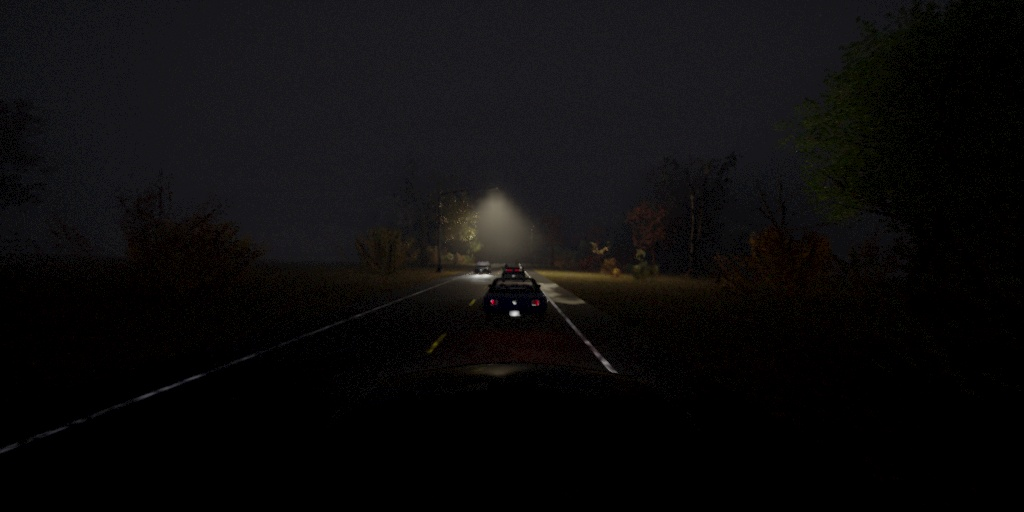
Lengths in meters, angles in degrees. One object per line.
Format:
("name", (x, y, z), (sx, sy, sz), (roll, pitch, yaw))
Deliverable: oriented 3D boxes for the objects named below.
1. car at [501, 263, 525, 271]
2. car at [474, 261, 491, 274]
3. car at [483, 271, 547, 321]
("car", (0.114, 1.343, 30.496), (2.128, 1.511, 4.902), (0, 0, 0))
("car", (-3.554, 1.396, 43.989), (2.128, 1.511, 4.902), (0, 0, 0))
("car", (0.091, 1.386, 12.604), (1.895, 1.301, 4.718), (0, 0, 0))
